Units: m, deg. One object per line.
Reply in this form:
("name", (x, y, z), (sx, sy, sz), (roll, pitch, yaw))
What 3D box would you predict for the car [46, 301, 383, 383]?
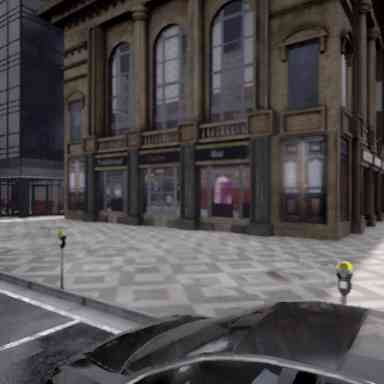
("car", (0.730, 1.566, 2.439), (4.313, 1.339, 1.947), (0, 0, 36))
